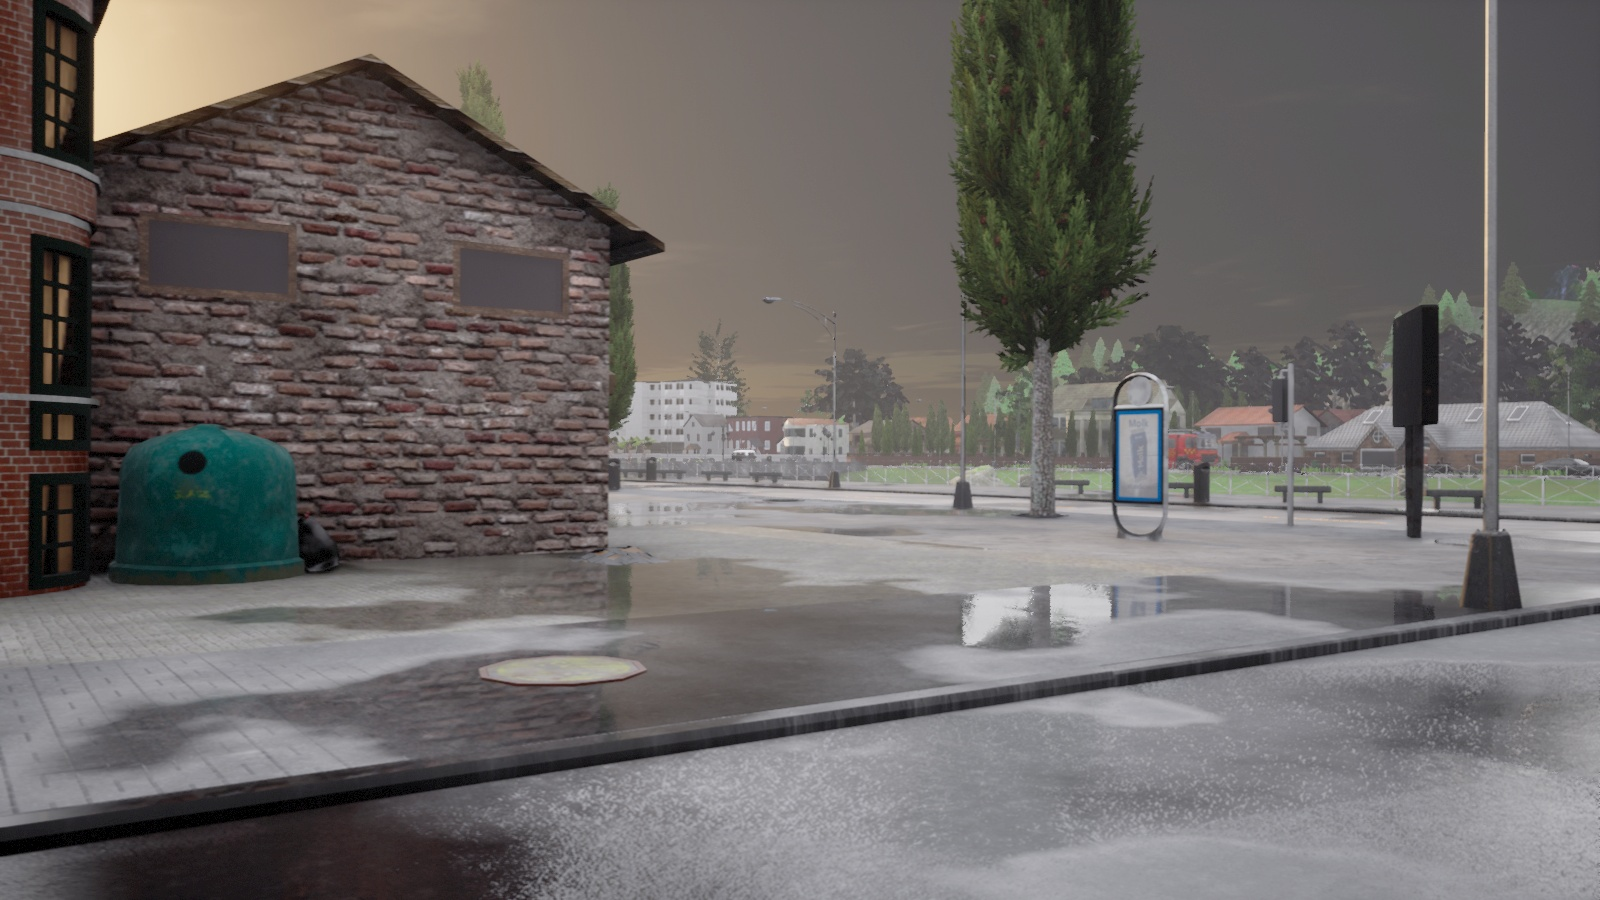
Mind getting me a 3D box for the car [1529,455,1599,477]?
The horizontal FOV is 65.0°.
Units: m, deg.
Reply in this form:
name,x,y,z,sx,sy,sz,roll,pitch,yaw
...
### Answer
name,x,y,z,sx,sy,sz,roll,pitch,yaw
car,51.706,1.063,84.120,1.812,1.442,4.674,0,0,-35
